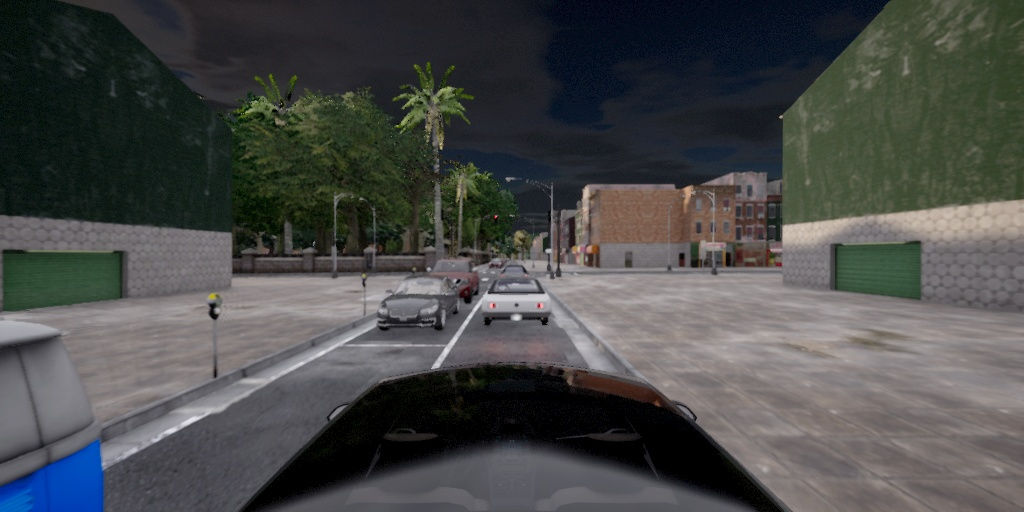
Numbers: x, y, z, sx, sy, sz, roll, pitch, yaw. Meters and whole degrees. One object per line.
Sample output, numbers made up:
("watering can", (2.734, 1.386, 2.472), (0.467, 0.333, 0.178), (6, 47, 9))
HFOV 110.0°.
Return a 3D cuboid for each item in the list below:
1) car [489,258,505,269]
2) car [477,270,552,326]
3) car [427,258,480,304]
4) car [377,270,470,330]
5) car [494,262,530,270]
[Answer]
("car", (-2.488, 1.097, 54.427), (1.967, 1.591, 4.097), (0, 0, 0))
("car", (0.127, 1.315, 11.572), (1.895, 1.301, 4.718), (0, 0, 0))
("car", (-2.597, 1.014, 16.281), (2.192, 1.841, 5.009), (0, 0, 0))
("car", (-2.613, 1.267, 10.818), (2.007, 1.370, 4.403), (0, 0, 0))
("car", (0.166, 1.248, 22.329), (1.994, 1.385, 4.181), (0, 0, 2))
